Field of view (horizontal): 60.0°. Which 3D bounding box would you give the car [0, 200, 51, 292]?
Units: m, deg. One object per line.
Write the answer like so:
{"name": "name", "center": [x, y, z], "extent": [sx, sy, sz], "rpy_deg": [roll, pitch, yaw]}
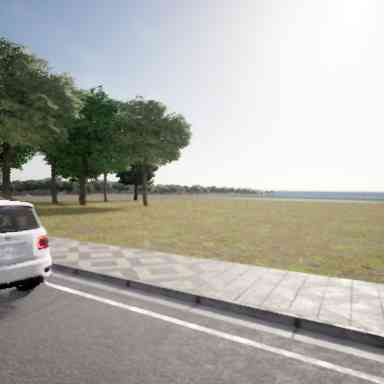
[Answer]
{"name": "car", "center": [-5.529, 1.196, 7.630], "extent": [5.566, 2.045, 2.150], "rpy_deg": [0, 0, 35]}
